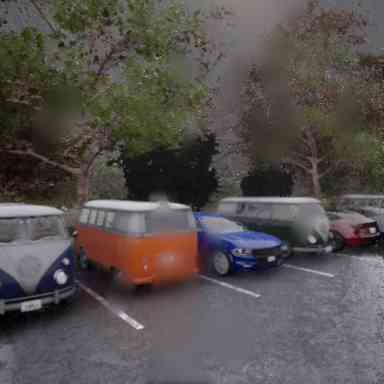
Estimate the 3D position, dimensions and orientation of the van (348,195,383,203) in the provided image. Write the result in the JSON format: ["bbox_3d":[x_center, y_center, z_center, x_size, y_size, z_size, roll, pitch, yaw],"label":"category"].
[{"bbox_3d":[9.412,1.137,16.921,1.878,1.987,4.442,0,0,-36],"label":"van"}]

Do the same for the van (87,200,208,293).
[{"bbox_3d":[-1.756,1.222,8.952,1.878,1.987,4.442,-1,0,-35],"label":"van"}]

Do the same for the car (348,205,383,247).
[{"bbox_3d":[5.059,1.411,13.708,2.163,1.488,4.792,0,0,-35],"label":"car"}]

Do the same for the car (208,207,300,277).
[{"bbox_3d":[0.565,1.423,10.472,2.097,1.535,5.008,-1,0,-35],"label":"car"}]

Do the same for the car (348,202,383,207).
[{"bbox_3d":[7.208,1.399,15.241,2.163,1.488,4.792,0,0,-35],"label":"car"}]

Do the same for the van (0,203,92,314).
[{"bbox_3d":[-3.875,1.247,7.153,1.878,1.987,4.442,-1,0,-35],"label":"van"}]

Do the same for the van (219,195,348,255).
[{"bbox_3d":[2.897,1.175,11.996,1.878,1.987,4.442,0,0,-36],"label":"van"}]
